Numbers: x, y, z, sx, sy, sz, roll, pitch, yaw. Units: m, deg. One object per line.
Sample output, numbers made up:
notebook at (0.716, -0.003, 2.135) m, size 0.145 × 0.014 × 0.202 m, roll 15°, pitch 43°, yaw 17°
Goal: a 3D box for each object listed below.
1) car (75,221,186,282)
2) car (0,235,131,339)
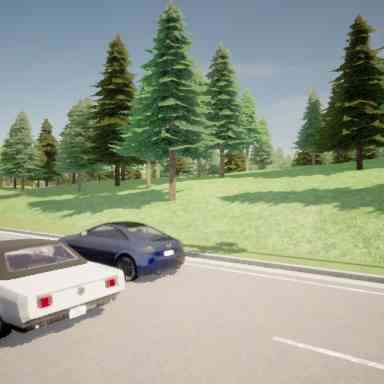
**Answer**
car at (-2.233, 1.564, 9.854) m, size 4.181 × 1.385 × 1.994 m, roll 0°, pitch 0°, yaw 35°
car at (-3.610, 1.601, 6.543) m, size 4.718 × 1.301 × 1.895 m, roll 0°, pitch 0°, yaw 35°
